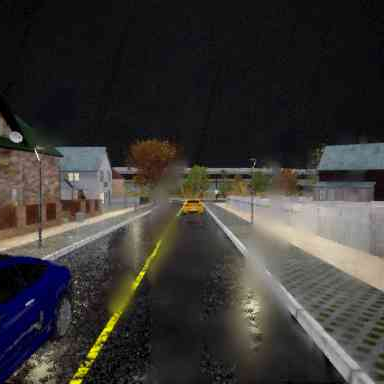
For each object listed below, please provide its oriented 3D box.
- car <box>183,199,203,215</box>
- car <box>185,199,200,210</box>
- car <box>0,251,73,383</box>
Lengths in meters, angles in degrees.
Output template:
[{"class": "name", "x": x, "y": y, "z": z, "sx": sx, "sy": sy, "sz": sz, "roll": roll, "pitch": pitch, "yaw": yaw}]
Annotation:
[{"class": "car", "x": 0.123, "y": 1.471, "z": 33.972, "sx": 1.882, "sy": 1.535, "sz": 5.008, "roll": 0, "pitch": 0, "yaw": 0}, {"class": "car", "x": 0.130, "y": 1.602, "z": 44.505, "sx": 1.895, "sy": 1.301, "sz": 4.718, "roll": 0, "pitch": 0, "yaw": 0}, {"class": "car", "x": -2.848, "y": 1.523, "z": 3.793, "sx": 1.812, "sy": 1.442, "sz": 4.674, "roll": 0, "pitch": 0, "yaw": 0}]
